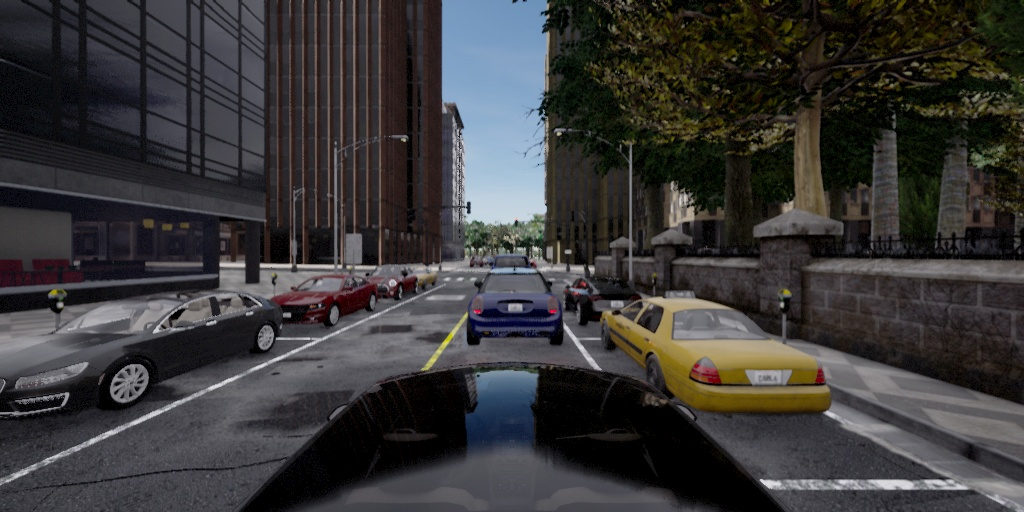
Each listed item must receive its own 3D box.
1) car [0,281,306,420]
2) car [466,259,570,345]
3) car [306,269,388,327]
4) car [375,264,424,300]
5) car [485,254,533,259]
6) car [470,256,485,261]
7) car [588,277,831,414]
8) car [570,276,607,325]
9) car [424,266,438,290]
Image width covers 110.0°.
[{"bbox_3d":[-5.769,1.289,5.987,2.007,1.370,4.403,0,0,0],"label":"car"},{"bbox_3d":[0.042,1.082,9.560,2.097,1.767,4.553,0,0,-1],"label":"car"},{"bbox_3d":[-5.777,1.270,11.444,1.888,1.381,4.507,0,0,0],"label":"car"},{"bbox_3d":[-5.785,1.151,16.901,1.967,1.591,4.097,0,0,0],"label":"car"},{"bbox_3d":[-0.021,0.928,18.994,2.150,2.045,5.566,0,0,0],"label":"car"},{"bbox_3d":[-5.849,0.928,59.765,2.192,1.841,5.009,0,0,0],"label":"car"},{"bbox_3d":[2.756,1.264,6.172,1.751,1.417,4.829,0,0,0],"label":"car"},{"bbox_3d":[2.748,1.291,11.458,1.948,1.339,4.313,0,0,0],"label":"car"},{"bbox_3d":[-5.793,1.223,22.187,1.751,1.417,4.829,0,0,0],"label":"car"}]
